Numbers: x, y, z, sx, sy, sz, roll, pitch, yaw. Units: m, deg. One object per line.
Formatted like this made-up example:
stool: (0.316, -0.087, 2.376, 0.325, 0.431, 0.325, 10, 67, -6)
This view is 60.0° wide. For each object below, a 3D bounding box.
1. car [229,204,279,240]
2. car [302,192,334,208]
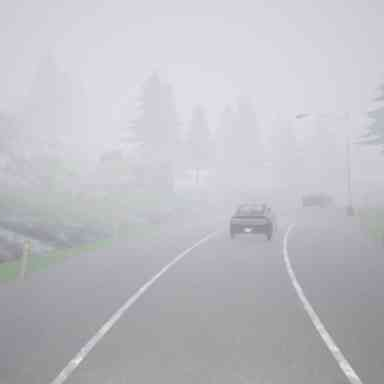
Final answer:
car: (3.077, 1.320, 16.149, 2.128, 1.511, 4.902, -1, 1, 18)
car: (12.853, 0.746, 33.763, 1.882, 1.535, 5.008, -4, -1, 39)
